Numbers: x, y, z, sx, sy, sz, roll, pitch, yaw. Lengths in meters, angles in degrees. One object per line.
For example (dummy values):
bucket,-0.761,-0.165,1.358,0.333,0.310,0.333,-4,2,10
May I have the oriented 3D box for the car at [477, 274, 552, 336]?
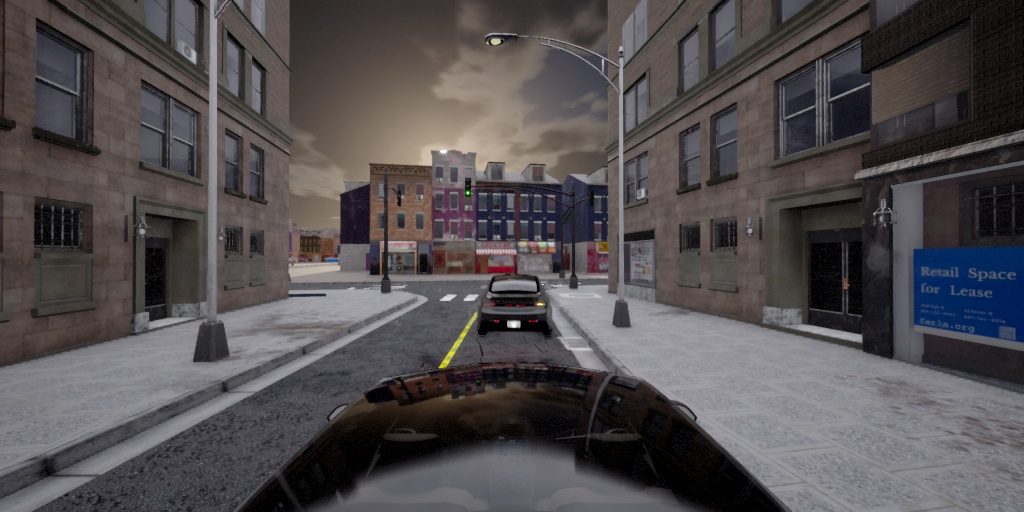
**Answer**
car,0.102,1.256,10.385,1.837,1.490,4.892,0,0,1
